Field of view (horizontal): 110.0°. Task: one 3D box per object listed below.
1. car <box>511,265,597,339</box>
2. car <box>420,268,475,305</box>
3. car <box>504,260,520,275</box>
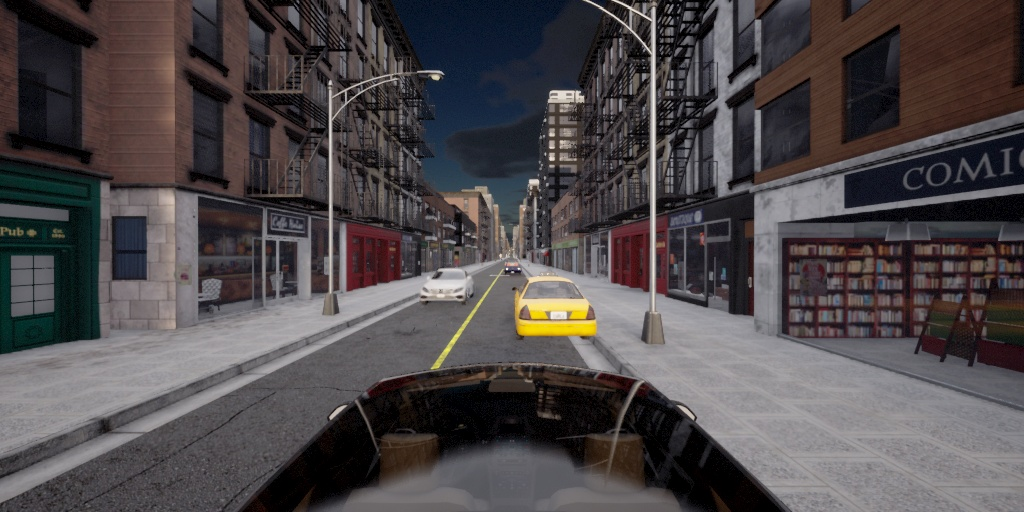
[{"bbox_3d":[0.966,1.206,9.984,1.801,1.575,5.366,0,0,0],"label":"car"},{"bbox_3d":[-2.742,1.277,16.100,1.812,1.442,4.674,0,0,0],"label":"car"},{"bbox_3d":[0.094,1.373,39.072,1.895,1.301,4.718,0,0,0],"label":"car"}]
